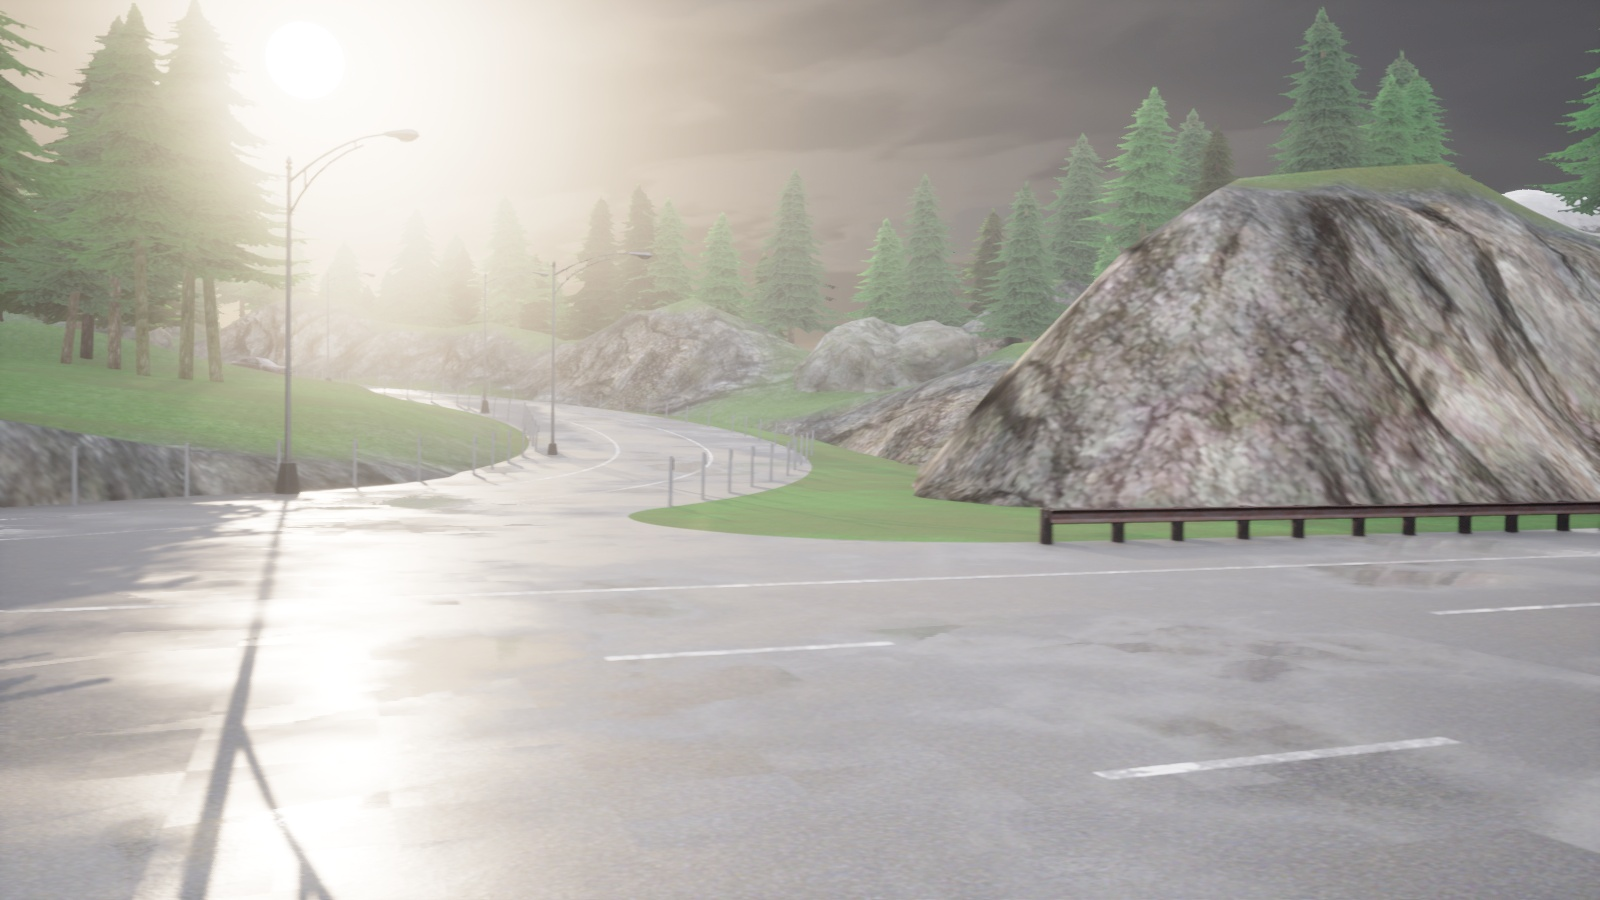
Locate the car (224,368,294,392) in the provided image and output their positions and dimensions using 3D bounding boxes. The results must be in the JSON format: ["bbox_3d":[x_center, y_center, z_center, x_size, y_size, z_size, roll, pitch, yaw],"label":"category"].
[{"bbox_3d":[-39.065,-5.068,90.662,4.674,1.442,1.812,4,3,20],"label":"car"}]
